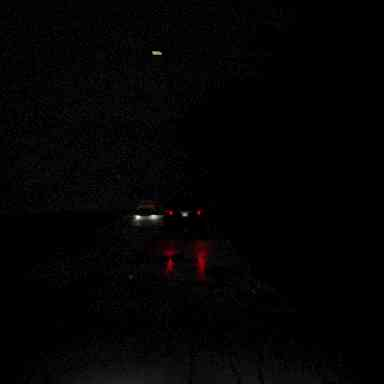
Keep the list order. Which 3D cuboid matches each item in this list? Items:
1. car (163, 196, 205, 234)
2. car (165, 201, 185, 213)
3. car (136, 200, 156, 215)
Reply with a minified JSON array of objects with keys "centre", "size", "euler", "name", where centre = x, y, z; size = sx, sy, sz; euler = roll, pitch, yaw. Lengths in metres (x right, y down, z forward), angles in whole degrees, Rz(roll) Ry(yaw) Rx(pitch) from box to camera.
[{"centre":[-0.475,1.215,19.244],"size":[2.150,2.045,5.566],"euler":[0,0,-3],"name":"car"},{"centre":[-2.143,1.764,40.184],"size":[2.033,1.411,5.357],"euler":[0,-1,-6],"name":"car"},{"centre":[-4.906,1.618,35.649],"size":[1.882,1.535,5.008],"euler":[0,-1,-6],"name":"car"}]
